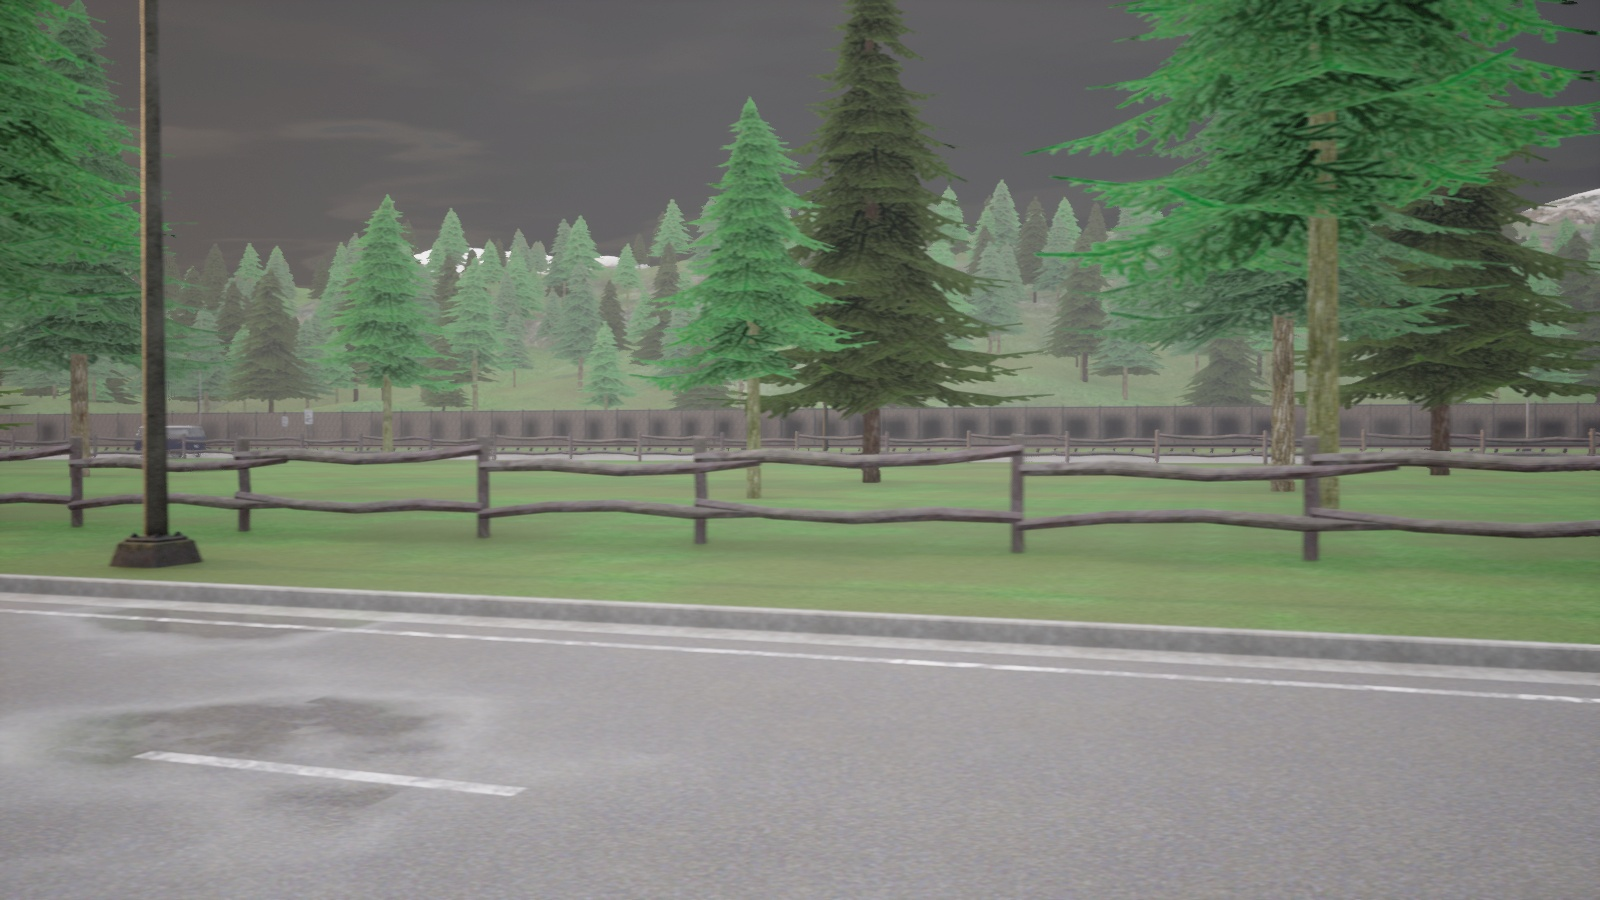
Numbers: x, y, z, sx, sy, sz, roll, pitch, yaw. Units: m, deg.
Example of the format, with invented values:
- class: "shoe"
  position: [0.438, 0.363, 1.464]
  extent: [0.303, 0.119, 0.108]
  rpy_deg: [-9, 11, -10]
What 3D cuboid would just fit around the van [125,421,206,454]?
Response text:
- class: "van"
  position: [-38.801, -0.797, 76.770]
  extent: [4.442, 1.987, 1.775]
  rpy_deg: [0, 1, 18]
